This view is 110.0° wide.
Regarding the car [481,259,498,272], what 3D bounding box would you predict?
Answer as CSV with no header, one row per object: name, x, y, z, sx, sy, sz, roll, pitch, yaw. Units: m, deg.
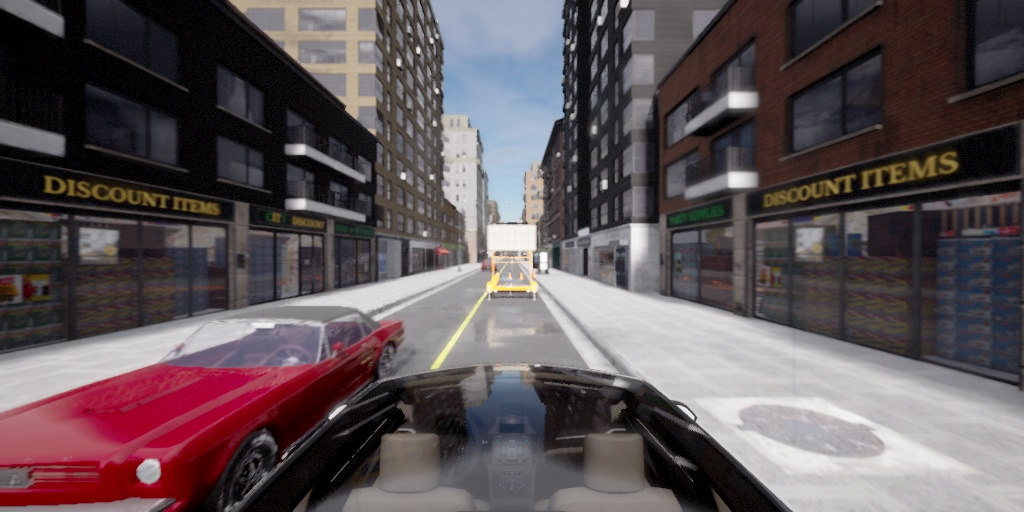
car,-2.836,1.151,45.233,1.882,1.535,5.008,0,0,0

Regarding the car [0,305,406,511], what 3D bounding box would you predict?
car,-2.851,1.347,4.246,1.895,1.301,4.718,0,0,0

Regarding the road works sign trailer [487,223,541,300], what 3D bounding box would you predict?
road works sign trailer,-0.001,0.191,17.424,2.380,3.560,2.880,0,0,0
